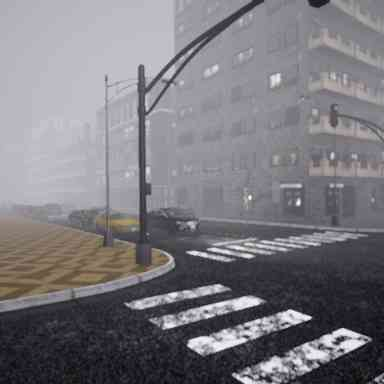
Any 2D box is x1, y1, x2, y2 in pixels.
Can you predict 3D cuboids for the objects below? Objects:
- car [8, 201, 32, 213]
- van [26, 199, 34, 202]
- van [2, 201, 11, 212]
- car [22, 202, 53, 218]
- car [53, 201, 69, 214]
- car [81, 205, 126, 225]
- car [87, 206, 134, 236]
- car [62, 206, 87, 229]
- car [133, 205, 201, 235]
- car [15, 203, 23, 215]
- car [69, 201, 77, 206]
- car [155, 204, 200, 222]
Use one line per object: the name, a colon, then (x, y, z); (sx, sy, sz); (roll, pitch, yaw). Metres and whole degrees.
car: (-24.913, 2.421, 48.279); (1.887, 1.381, 4.507); (-2, 0, -36)
van: (-41.604, 2.776, 85.136); (1.690, 1.788, 3.998); (-2, 0, -36)
van: (-31.616, 2.406, 57.391); (1.690, 1.788, 3.998); (-2, 0, -36)
car: (-18.218, 2.234, 39.167); (1.887, 1.381, 4.507); (-2, 0, -36)
car: (-18.016, 2.218, 43.356); (1.837, 1.490, 4.892); (-1, -1, -36)
car: (-7.971, 1.976, 29.615); (2.033, 1.411, 5.357); (-1, 0, -36)
car: (-4.727, 1.836, 20.806); (1.752, 1.417, 4.829); (-2, 0, -36)
car: (-8.174, 1.973, 25.498); (1.947, 1.339, 4.313); (-2, 0, -36)
car: (-1.397, 1.736, 20.663); (2.128, 1.511, 4.902); (-1, 0, -36)
car: (-21.564, 2.365, 43.723); (1.802, 1.307, 4.206); (-2, 0, -36)
car: (-21.513, 2.309, 57.798); (1.967, 1.590, 4.097); (-2, 0, -36)
car: (-1.424, 1.857, 30.462); (2.008, 1.369, 4.403); (-2, 0, -36)
